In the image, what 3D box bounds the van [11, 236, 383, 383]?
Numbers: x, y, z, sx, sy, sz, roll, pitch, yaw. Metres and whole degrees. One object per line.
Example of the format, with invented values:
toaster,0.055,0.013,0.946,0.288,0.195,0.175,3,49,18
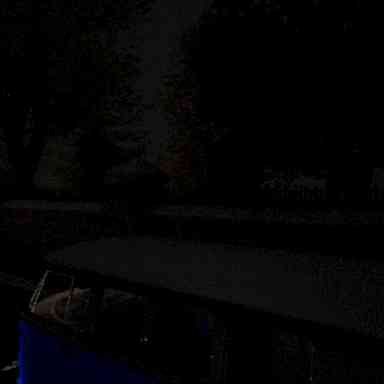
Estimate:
van,0.277,1.338,2.519,3.998,1.788,1.690,0,0,35
